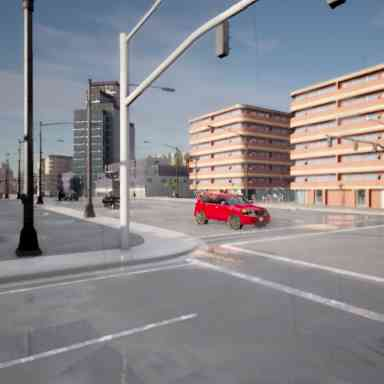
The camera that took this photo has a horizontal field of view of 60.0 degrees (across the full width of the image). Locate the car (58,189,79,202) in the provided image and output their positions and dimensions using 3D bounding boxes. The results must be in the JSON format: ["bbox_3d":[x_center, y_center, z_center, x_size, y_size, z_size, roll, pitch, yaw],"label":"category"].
[{"bbox_3d":[-20.032,0.517,53.691,2.150,2.045,5.566,0,1,-34],"label":"car"}]

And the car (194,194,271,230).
[{"bbox_3d":[2.311,1.136,20.797,2.150,2.045,5.566,0,1,-34],"label":"car"}]

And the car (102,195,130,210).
[{"bbox_3d":[-8.432,1.143,36.542,1.837,1.490,4.892,0,1,-34],"label":"car"}]
